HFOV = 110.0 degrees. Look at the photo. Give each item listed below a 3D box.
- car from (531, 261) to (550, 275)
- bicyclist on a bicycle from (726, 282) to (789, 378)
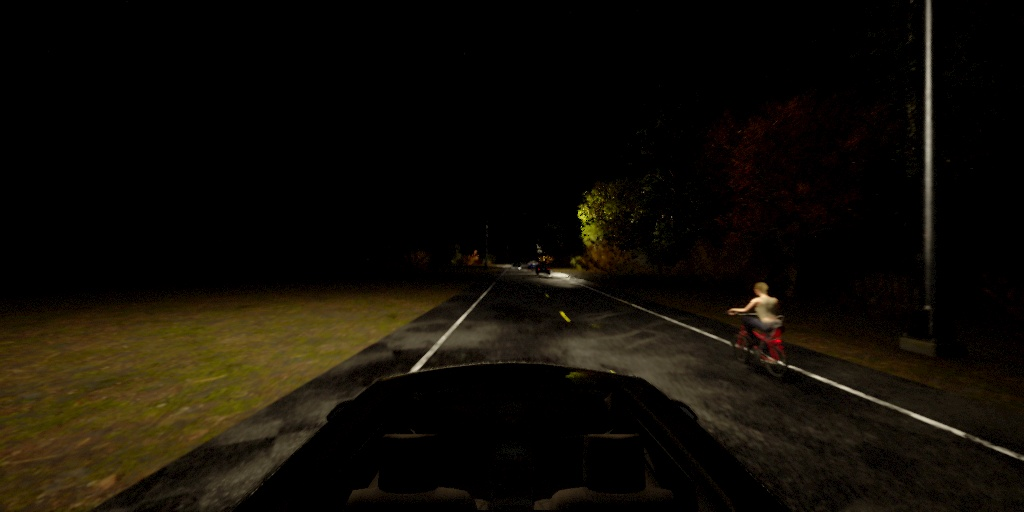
[{"bbox_3d":[4.132,1.777,49.014,2.033,1.411,5.357,1,-1,1],"label":"car"},{"bbox_3d":[4.532,1.281,6.621,0.866,1.612,1.509,1,-1,0],"label":"bicyclist on a bicycle"}]
